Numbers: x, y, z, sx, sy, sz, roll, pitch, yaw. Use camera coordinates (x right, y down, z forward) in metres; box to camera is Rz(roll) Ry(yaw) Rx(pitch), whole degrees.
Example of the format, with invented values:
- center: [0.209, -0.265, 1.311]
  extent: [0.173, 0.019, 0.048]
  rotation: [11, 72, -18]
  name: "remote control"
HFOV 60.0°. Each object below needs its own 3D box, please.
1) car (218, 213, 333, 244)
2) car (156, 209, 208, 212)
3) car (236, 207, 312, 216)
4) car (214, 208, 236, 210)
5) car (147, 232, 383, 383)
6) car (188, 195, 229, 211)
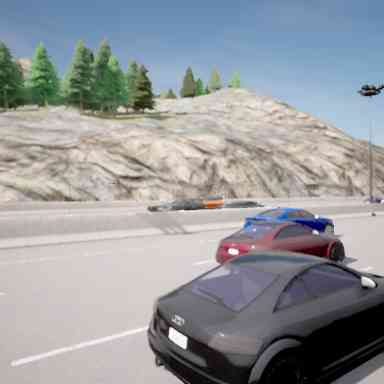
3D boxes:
- center: [2.732, 1.553, 9.990]
  extent: [4.181, 1.385, 1.994]
  rotation: [0, 0, -35]
  name: "car"
- center: [-0.867, 1.330, 29.165]
  extent: [4.553, 1.767, 2.097]
  rotation: [0, 0, -35]
  name: "car"
- center: [4.659, 1.460, 15.664]
  extent: [5.008, 1.535, 1.882]
  rotation: [0, 0, -35]
  name: "car"
- center: [4.108, 1.478, 28.413]
  extent: [4.892, 1.490, 1.837]
  rotation: [0, 0, -36]
  name: "car"
- center: [1.478, 1.559, 4.799]
  extent: [4.181, 1.385, 1.994]
  rotation: [0, 0, -35]
  name: "car"
- center: [2.009, 1.318, 39.811]
  extent: [4.553, 1.767, 2.097]
  rotation: [0, 0, -35]
  name: "car"
